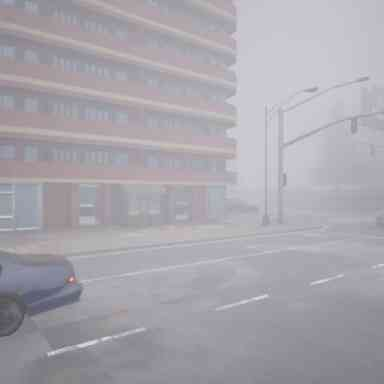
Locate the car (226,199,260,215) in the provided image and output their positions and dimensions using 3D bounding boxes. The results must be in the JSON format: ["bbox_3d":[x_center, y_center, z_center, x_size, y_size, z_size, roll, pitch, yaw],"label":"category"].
[{"bbox_3d":[4.865,1.477,34.661,1.882,1.535,5.008,0,0,-36],"label":"car"}]

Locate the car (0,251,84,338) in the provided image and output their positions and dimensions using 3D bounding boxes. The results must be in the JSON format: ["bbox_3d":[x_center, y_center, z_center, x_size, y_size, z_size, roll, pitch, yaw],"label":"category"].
[{"bbox_3d":[-4.507,1.547,5.028,5.357,1.411,2.033,0,0,-35],"label":"car"}]

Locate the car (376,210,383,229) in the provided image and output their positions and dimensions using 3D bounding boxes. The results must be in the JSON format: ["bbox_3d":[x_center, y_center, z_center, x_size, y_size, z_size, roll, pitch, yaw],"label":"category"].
[{"bbox_3d":[12.271,1.525,19.076,1.812,1.442,4.674,1,0,6],"label":"car"}]
